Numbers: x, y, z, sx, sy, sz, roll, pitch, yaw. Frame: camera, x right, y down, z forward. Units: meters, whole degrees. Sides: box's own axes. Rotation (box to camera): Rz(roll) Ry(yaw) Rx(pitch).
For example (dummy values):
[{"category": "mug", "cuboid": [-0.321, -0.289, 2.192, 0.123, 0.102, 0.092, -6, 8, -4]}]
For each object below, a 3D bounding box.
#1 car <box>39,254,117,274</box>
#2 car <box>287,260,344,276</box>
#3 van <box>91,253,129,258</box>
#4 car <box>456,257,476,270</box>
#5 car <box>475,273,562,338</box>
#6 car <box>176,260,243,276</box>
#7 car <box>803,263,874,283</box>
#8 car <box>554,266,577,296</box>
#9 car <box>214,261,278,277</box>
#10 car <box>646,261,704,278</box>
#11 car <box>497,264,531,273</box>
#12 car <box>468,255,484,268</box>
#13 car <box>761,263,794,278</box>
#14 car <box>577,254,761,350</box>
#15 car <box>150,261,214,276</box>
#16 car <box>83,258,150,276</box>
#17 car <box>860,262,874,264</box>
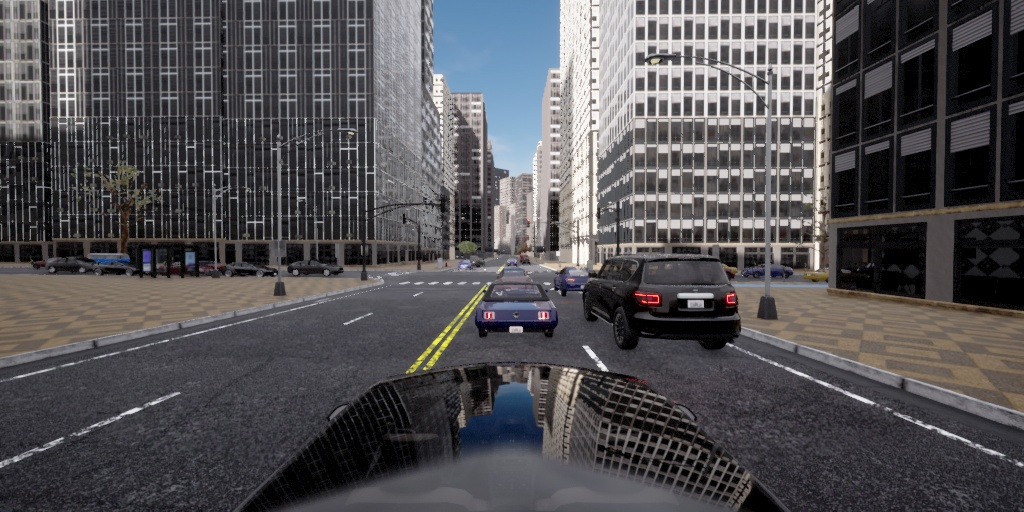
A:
[{"category": "car", "cuboid": [-41.398, 0.896, 34.259, 4.892, 1.490, 1.837, 1, 1, 1]}, {"category": "car", "cuboid": [-18.464, 1.108, 33.798, 4.892, 1.490, 1.837, 1, 1, 1]}, {"category": "van", "cuboid": [-45.319, 0.605, 40.124, 3.998, 1.789, 1.690, 0, 0, 1]}, {"category": "car", "cuboid": [-6.630, 1.241, 51.221, 1.812, 1.442, 4.674, 0, 0, -2]}, {"category": "car", "cuboid": [0.095, 1.347, 10.194, 1.895, 1.301, 4.718, 0, 0, 0]}, {"category": "car", "cuboid": [-28.598, 1.112, 33.998, 4.718, 1.301, 1.895, 1, 1, 1]}, {"category": "car", "cuboid": [27.618, 1.579, 30.493, 4.829, 1.417, 1.751, 0, 0, 1]}, {"category": "car", "cuboid": [3.336, 1.267, 18.924, 1.812, 1.442, 4.674, 0, 0, 0]}, {"category": "car", "cuboid": [-22.756, 1.174, 31.176, 4.313, 1.339, 1.948, 0, 0, 1]}, {"category": "car", "cuboid": [16.492, 1.341, 36.454, 5.008, 1.535, 1.882, 1, 1, 1]}, {"category": "car", "cuboid": [0.088, 1.305, 18.931, 1.994, 1.385, 4.181, 0, 0, 0]}, {"category": "car", "cuboid": [-6.623, 0.925, 61.183, 2.150, 2.045, 5.566, 0, 0, 0]}, {"category": "car", "cuboid": [25.805, 1.471, 36.305, 4.674, 1.442, 1.812, 1, 1, 1]}, {"category": "car", "cuboid": [3.345, 0.968, 9.233, 2.150, 2.045, 5.566, 0, 0, 0]}, {"category": "car", "cuboid": [-28.440, 1.138, 31.305, 4.207, 1.307, 1.802, 0, 0, 1]}, {"category": "car", "cuboid": [-34.121, 1.069, 31.473, 4.313, 1.339, 1.948, 0, 0, 1]}, {"category": "car", "cuboid": [35.906, 1.385, 36.123, 4.553, 1.767, 2.097, 0, 1, 1]}]
